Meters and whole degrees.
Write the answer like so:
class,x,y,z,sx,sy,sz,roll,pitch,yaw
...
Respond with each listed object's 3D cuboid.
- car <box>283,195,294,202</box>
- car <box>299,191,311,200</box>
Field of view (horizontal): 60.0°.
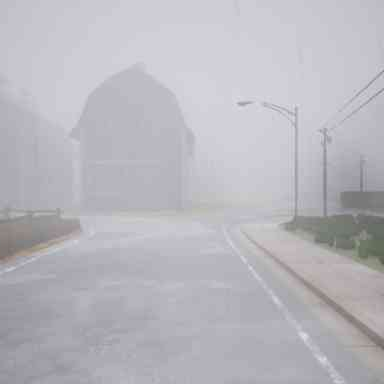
class,x,y,z,sx,sy,sz,roll,pitch,yaw
car,19.976,1.317,68.940,1.994,1.385,4.181,0,0,16
car,25.630,0.852,75.746,2.150,2.045,5.566,0,0,12
